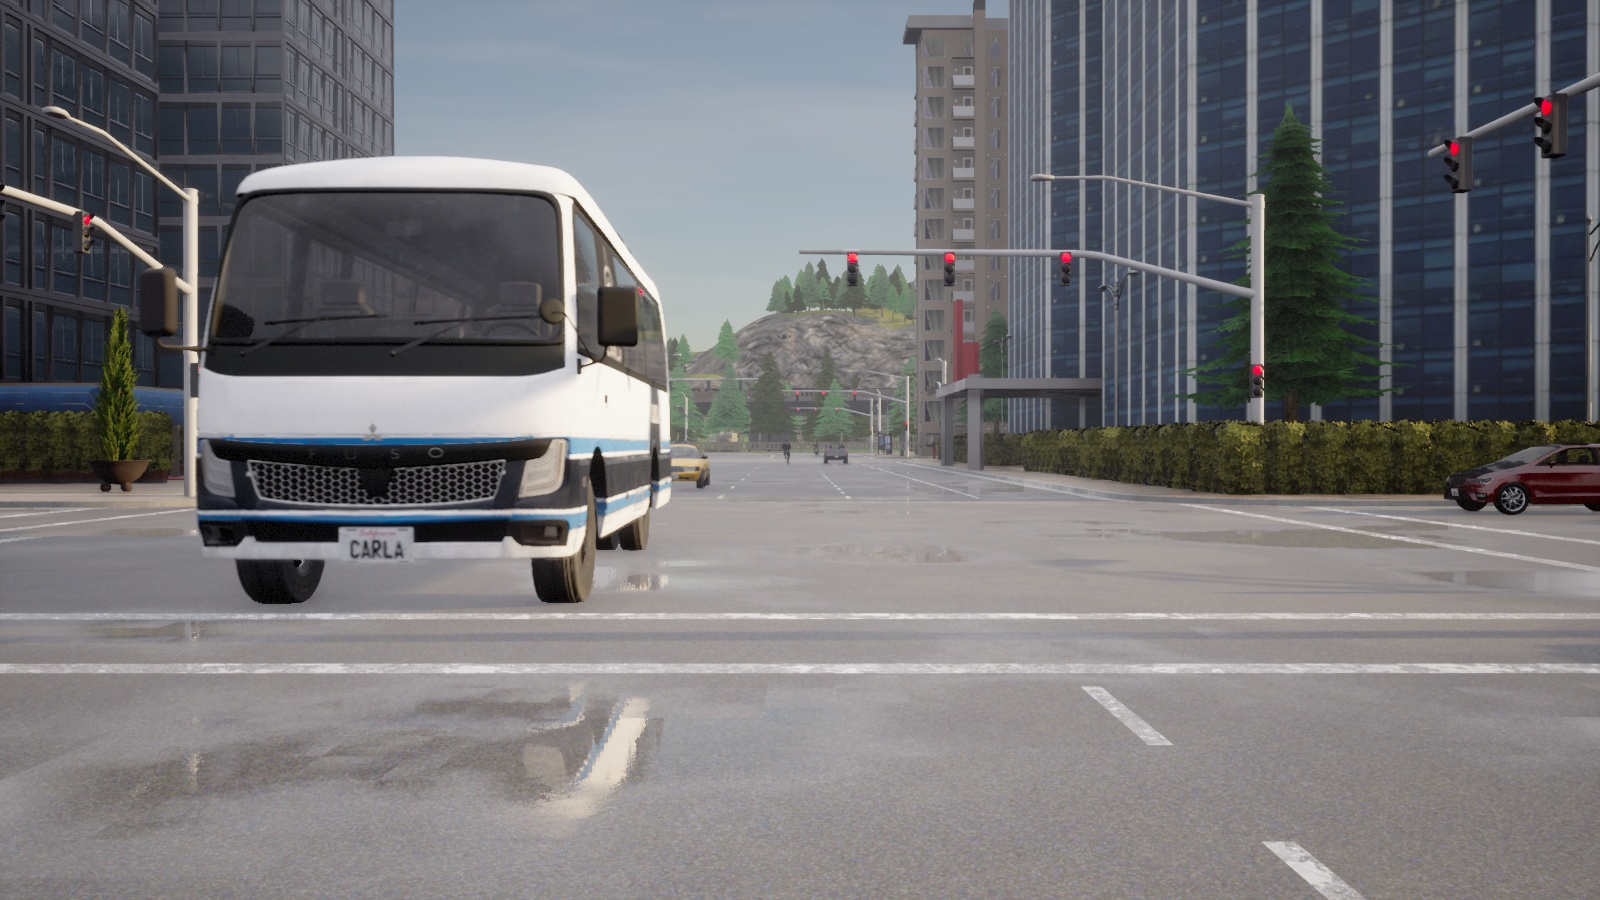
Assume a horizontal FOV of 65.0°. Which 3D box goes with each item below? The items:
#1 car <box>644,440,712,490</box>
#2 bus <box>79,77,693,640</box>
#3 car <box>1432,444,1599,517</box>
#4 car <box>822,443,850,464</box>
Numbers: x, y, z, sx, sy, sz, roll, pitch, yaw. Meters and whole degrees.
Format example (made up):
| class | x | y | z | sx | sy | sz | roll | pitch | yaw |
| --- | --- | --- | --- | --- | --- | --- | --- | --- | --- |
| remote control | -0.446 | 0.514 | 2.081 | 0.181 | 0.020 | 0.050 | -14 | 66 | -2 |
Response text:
| class | x | y | z | sx | sy | sz | roll | pitch | yaw |
| --- | --- | --- | --- | --- | --- | --- | --- | --- | --- |
| car | -4.011 | 0.445 | 42.095 | 1.801 | 1.575 | 5.366 | 0 | 0 | -1 |
| bus | -3.569 | -0.716 | 14.662 | 3.944 | 4.253 | 10.273 | 0 | 0 | -1 |
| car | 15.923 | 0.623 | 26.546 | 4.193 | 1.474 | 1.816 | 0 | 0 | 0 |
| car | 2.553 | 0.252 | 90.334 | 1.845 | 1.501 | 3.633 | 0 | 0 | -1 |
